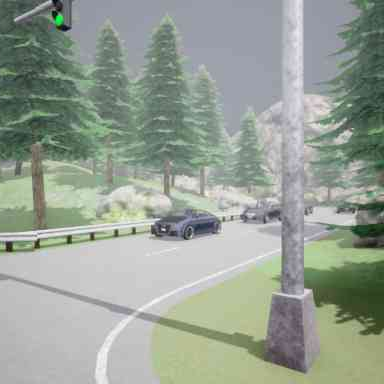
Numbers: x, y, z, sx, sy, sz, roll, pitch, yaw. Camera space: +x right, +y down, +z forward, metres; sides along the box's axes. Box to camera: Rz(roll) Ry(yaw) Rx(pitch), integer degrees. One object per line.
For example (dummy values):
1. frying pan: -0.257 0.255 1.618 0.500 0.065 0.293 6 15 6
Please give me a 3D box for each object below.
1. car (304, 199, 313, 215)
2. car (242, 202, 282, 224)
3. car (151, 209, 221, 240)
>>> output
1. car: 11.144 1.520 33.880 1.837 1.490 4.892 0 0 28
2. car: 5.504 1.507 25.360 2.128 1.511 4.902 0 0 35
3. car: -0.196 1.579 17.210 1.994 1.385 4.181 0 0 35
